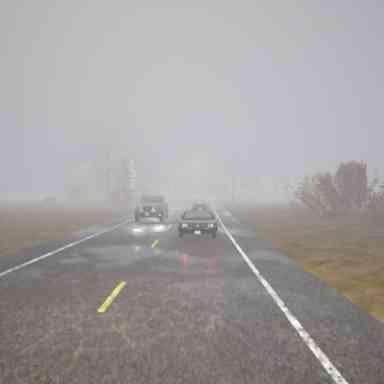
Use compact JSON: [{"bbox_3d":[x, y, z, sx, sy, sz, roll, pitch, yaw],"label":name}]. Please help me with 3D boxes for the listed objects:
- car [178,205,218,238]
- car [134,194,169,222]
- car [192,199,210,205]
[{"bbox_3d":[0.314,1.601,17.797,1.895,1.301,4.718,0,0,1],"label":"car"},{"bbox_3d":[-3.122,1.219,26.601,2.150,2.045,5.566,0,0,2],"label":"car"},{"bbox_3d":[0.911,1.524,35.483,1.812,1.442,4.674,0,0,2],"label":"car"}]
